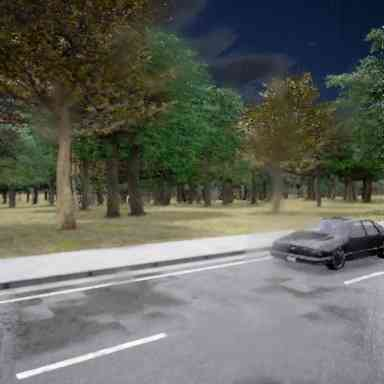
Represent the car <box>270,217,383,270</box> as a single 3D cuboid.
[{"bbox_3d":[5.061,1.581,11.297,5.357,1.411,2.033,0,0,-36],"label":"car"}]
